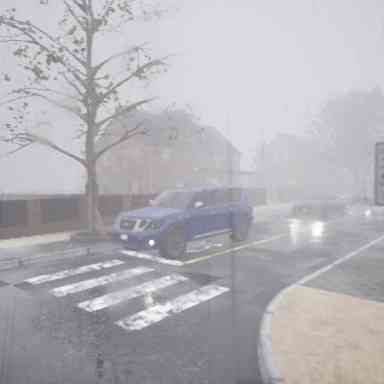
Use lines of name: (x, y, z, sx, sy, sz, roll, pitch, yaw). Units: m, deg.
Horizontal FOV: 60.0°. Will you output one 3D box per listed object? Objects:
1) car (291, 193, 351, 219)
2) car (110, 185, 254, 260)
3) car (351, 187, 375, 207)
car: (7.500, 0.731, 19.594, 1.994, 1.385, 4.181, 1, 3, 42)
car: (-0.051, 0.819, 11.384, 2.150, 2.045, 5.566, 1, 3, 43)
car: (14.307, 0.329, 26.980, 2.033, 1.411, 5.357, 1, 3, 43)
